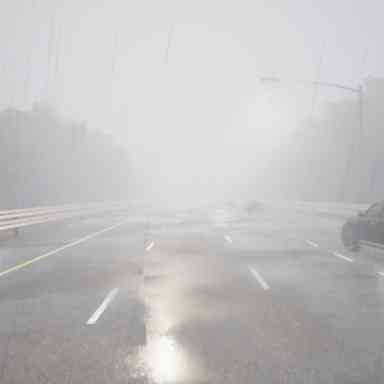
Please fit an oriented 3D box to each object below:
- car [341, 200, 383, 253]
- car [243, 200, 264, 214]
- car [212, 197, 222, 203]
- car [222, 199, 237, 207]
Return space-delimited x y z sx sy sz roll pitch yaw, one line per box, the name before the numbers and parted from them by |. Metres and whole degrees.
car | 7.008 1.237 10.867 2.150 2.045 5.566 0 0 0
car | 7.087 1.698 38.608 1.837 1.490 4.892 0 -1 0
car | 7.470 2.239 91.446 2.097 1.767 4.553 0 -1 1
car | 7.214 2.021 61.343 2.033 1.411 5.357 0 -1 0
